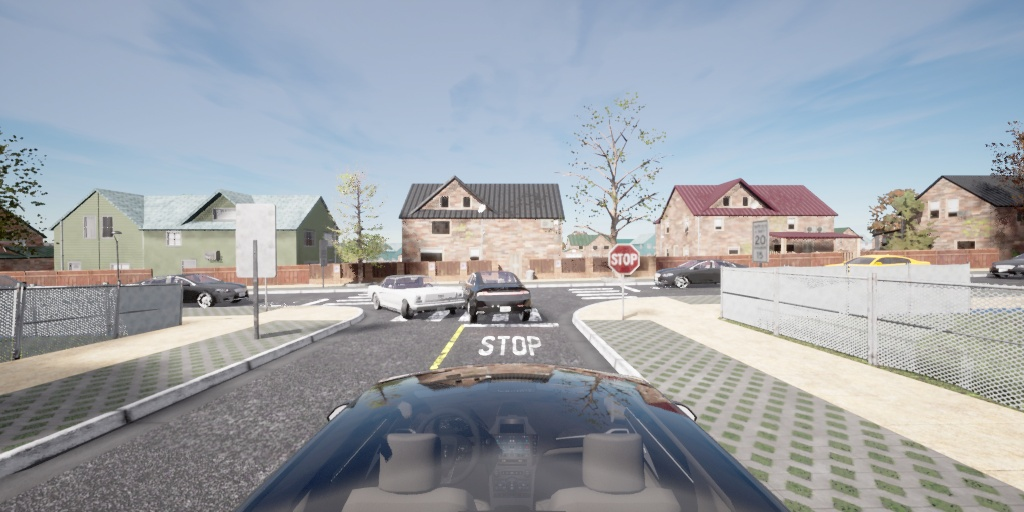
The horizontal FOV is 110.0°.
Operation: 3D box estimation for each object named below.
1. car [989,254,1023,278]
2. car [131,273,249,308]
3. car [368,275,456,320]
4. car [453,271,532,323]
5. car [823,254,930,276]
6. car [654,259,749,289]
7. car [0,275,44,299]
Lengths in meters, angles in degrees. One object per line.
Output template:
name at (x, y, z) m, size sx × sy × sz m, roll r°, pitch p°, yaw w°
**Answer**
car at (29.383, 0.478, 19.662) m, size 4.902 × 1.511 × 2.128 m, roll -1°, pitch 1°, yaw 0°
car at (-14.904, 1.567, 16.531) m, size 4.902 × 1.511 × 2.128 m, roll -1°, pitch 1°, yaw 0°
car at (-3.603, 1.368, 13.036) m, size 1.895 × 1.301 × 4.718 m, roll 0°, pitch 0°, yaw -38°
car at (-0.687, 1.243, 12.177) m, size 2.128 × 1.511 × 4.902 m, roll 0°, pitch 0°, yaw -12°
car at (19.759, 0.690, 19.624) m, size 5.008 × 1.535 × 1.882 m, roll -1°, pitch 1°, yaw -1°
car at (10.328, 0.926, 19.587) m, size 4.902 × 1.511 × 2.128 m, roll -1°, pitch 1°, yaw 0°
car at (-24.241, 1.648, 16.489) m, size 4.553 × 1.767 × 2.097 m, roll -1°, pitch 1°, yaw 0°
